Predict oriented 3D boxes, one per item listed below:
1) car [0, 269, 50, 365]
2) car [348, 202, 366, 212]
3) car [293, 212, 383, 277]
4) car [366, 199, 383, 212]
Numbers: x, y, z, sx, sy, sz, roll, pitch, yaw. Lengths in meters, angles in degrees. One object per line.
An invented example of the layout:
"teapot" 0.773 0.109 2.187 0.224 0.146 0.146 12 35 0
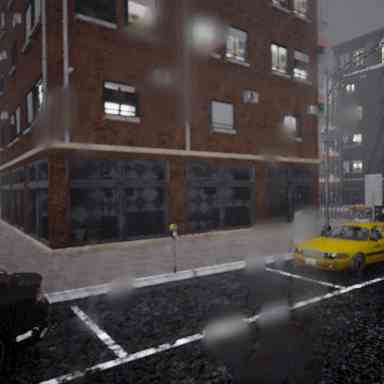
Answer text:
"car" -3.985 1.552 3.731 4.403 1.369 2.008 0 -1 -35
"car" 19.027 1.473 35.118 1.752 1.417 4.829 -1 1 -36
"car" 5.098 1.516 10.212 4.829 1.417 1.752 0 -1 -36
"car" 17.466 1.338 27.520 2.097 1.767 4.553 -1 0 -36
